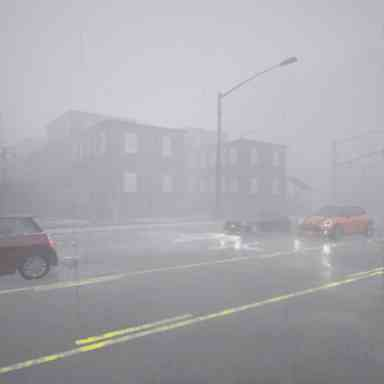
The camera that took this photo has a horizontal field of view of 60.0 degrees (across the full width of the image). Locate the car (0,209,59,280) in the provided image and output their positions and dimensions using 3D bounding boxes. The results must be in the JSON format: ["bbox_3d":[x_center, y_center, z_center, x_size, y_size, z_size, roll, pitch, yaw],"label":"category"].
[{"bbox_3d":[-5.897,1.347,8.388,4.553,1.767,2.097,1,0,-35],"label":"car"}]

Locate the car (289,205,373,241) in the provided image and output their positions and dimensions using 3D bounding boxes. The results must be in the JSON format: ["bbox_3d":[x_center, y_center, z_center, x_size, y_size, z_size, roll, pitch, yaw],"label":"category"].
[{"bbox_3d":[7.712,1.530,17.886,4.553,1.767,2.097,1,0,-35],"label":"car"}]

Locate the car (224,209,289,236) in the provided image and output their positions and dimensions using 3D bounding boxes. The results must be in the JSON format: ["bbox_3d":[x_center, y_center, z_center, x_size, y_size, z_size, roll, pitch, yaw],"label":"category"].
[{"bbox_3d":[3.904,1.717,19.508,4.181,1.385,1.994,1,0,-35],"label":"car"}]
